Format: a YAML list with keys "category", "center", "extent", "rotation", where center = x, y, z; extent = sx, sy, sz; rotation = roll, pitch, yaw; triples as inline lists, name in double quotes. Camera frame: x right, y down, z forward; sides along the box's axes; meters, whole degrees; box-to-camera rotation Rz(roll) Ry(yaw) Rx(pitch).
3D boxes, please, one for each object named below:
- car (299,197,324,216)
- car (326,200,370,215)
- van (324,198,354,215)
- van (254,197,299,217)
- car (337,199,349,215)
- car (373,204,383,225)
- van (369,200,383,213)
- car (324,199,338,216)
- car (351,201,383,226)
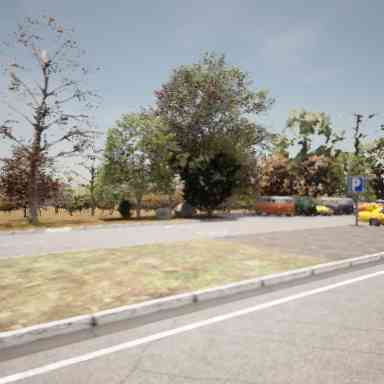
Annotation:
- category: "car"
  center: [10.780, 1.518, 36.060]
  extent: [2.435, 2.045, 5.566]
  rotation: [2, -1, -35]
- category: "car"
  center: [19.828, 1.950, 42.437]
  extent: [2.185, 1.767, 4.553]
  rotation: [2, -1, -35]
- category: "van"
  center: [17.489, 1.771, 40.952]
  extent: [1.878, 1.987, 4.442]
  rotation: [2, -1, -35]
- category: "van"
  center: [8.373, 1.479, 34.454]
  extent: [1.878, 1.987, 4.442]
  rotation: [2, -1, -35]
- category: "car"
  center: [15.300, 1.920, 39.241]
  extent: [2.231, 1.521, 4.892]
  rotation: [2, -1, -35]
- category: "car"
  center: [15.942, 1.703, 23.650]
  extent: [2.231, 1.521, 4.892]
  rotation: [2, -1, -35]
- category: "van"
  center: [28.764, 2.164, 48.990]
  extent: [1.878, 1.987, 4.442]
  rotation: [2, -1, -35]
- category: "car"
  center: [13.152, 1.839, 37.489]
  extent: [1.946, 1.575, 5.366]
  rotation: [2, -1, -35]
- category: "car"
  center: [13.799, 1.644, 21.887]
  extent: [1.946, 1.575, 5.366]
  rotation: [2, -1, -35]
